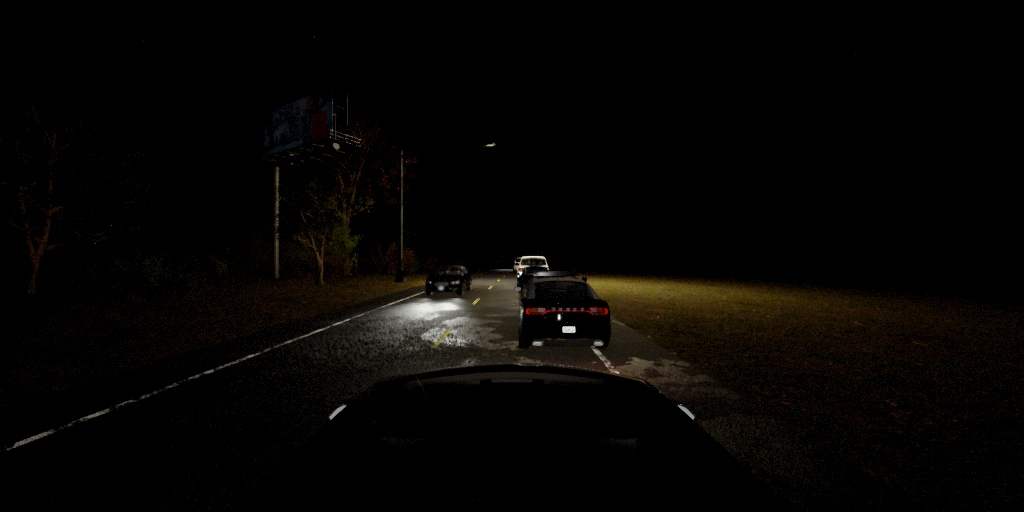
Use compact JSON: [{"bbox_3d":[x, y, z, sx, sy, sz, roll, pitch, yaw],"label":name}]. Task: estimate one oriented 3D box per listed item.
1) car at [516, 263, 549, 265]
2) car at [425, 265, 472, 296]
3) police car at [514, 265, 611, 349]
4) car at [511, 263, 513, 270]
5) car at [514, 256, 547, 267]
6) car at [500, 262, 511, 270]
[{"bbox_3d":[1.276,1.296,19.172,1.837,1.490,4.892,0,0,1],"label":"car"},{"bbox_3d":[-3.342,1.284,19.599,2.128,1.511,4.902,0,0,1],"label":"car"},{"bbox_3d":[1.099,1.185,9.316,1.930,1.638,5.238,0,0,1],"label":"police car"},{"bbox_3d":[1.392,1.203,46.526,2.150,2.045,5.566,0,0,4],"label":"car"},{"bbox_3d":[1.445,1.044,25.181,2.150,2.045,5.566,0,0,2],"label":"car"},{"bbox_3d":[-0.971,1.696,63.167,1.994,1.385,4.181,0,-1,5],"label":"car"}]
